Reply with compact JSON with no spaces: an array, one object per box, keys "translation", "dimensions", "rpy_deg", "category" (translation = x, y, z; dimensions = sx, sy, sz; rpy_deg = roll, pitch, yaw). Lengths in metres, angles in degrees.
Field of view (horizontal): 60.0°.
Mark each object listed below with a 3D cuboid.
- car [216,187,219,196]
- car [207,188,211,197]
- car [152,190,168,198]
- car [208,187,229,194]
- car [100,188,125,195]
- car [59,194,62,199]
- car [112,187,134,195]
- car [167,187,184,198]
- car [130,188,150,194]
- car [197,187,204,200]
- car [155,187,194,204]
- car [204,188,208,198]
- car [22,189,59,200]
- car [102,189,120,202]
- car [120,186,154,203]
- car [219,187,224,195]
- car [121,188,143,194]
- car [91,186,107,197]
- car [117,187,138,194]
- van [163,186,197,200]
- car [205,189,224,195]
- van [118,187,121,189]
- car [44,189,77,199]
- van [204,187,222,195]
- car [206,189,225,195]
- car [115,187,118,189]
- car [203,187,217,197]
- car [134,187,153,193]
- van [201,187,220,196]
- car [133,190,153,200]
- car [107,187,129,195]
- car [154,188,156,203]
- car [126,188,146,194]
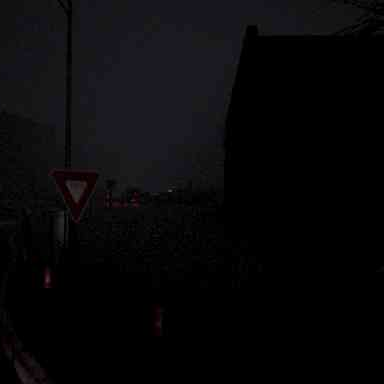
[{"translation":[2.228,0.017,70.921],"dimensions":[5.566,2.045,2.435],"rpy_deg":[1,1,12],"category":"car"},{"translation":[0.432,0.450,62.659],"dimensions":[4.892,1.521,2.231],"rpy_deg":[1,1,12],"category":"car"},{"translation":[-6.435,0.356,67.345],"dimensions":[1.895,1.301,4.718],"rpy_deg":[1,1,12],"category":"car"},{"translation":[7.597,-0.463,95.219],"dimensions":[5.566,2.045,2.435],"rpy_deg":[1,1,12],"category":"car"},{"translation":[-17.698,-0.092,74.143],"dimensions":[5.008,1.535,2.097],"rpy_deg":[1,1,12],"category":"car"},{"translation":[-22.440,0.352,52.602],"dimensions":[5.008,1.535,2.097],"rpy_deg":[1,1,12],"category":"car"},{"translation":[-16.536,-0.329,79.530],"dimensions":[4.553,1.767,2.185],"rpy_deg":[1,1,12],"category":"car"},{"translation":[-3.321,0.017,67.504],"dimensions":[2.150,2.045,5.566],"rpy_deg":[1,1,12],"category":"car"},{"translation":[-14.130,-0.412,90.294],"dimensions":[4.892,1.521,2.231],"rpy_deg":[1,1,12],"category":"car"},{"translation":[-0.741,0.444,57.224],"dimensions":[4.553,1.767,2.185],"rpy_deg":[1,1,12],"category":"car"},{"translation":[-2.541,0.607,49.078],"dimensions":[4.553,1.767,2.185],"rpy_deg":[1,1,12],"category":"car"},{"translation":[-0.152,0.506,60.070],"dimensions":[5.008,1.535,2.097],"rpy_deg":[1,1,12],"category":"car"},{"translation":[-22.996,0.274,49.894],"dimensions":[4.553,1.767,2.185],"rpy_deg":[1,1,12],"category":"car"},{"translation":[-10.628,0.675,48.097],"dimensions":[1.812,1.442,4.674],"rpy_deg":[1,1,13],"category":"car"},{"translation":[-7.707,0.428,47.427],"dimensions":[2.150,2.045,5.566],"rpy_deg":[1,1,13],"category":"car"},{"translation":[4.055,-0.150,78.926],"dimensions":[5.566,2.045,2.435],"rpy_deg":[1,1,12],"category":"car"},{"translation":[-15.315,-0.309,84.909],"dimensions":[4.892,1.521,2.231],"rpy_deg":[1,1,12],"category":"car"},{"translation":[-19.495,-0.171,66.065],"dimensions":[5.566,2.045,2.435],"rpy_deg":[1,1,12],"category":"car"},{"translation":[-15.882,-0.383,82.209],"dimensions":[4.553,1.767,2.185],"rpy_deg":[1,1,12],"category":"car"},{"translation":[-2.057,0.453,51.947],"dimensions":[4.442,1.987,1.878],"rpy_deg":[1,1,12],"category":"van"},{"translation":[5.846,-0.023,87.201],"dimensions":[4.674,1.452,2.002],"rpy_deg":[1,1,12],"category":"car"},{"translation":[-18.168,-0.258,71.419],"dimensions":[4.442,1.987,1.878],"rpy_deg":[1,1,12],"category":"van"},{"translation":[-21.840,0.341,55.292],"dimensions":[4.674,1.452,2.002],"rpy_deg":[1,1,12],"category":"car"},{"translation":[5.340,-0.231,84.333],"dimensions":[4.442,1.987,1.878],"rpy_deg":[1,1,12],"category":"van"},{"translation":[6.392,-0.083,89.798],"dimensions":[4.792,1.488,2.163],"rpy_deg":[1,1,12],"category":"car"},{"translation":[-18.697,0.023,68.717],"dimensions":[5.366,1.575,1.946],"rpy_deg":[1,1,12],"category":"car"},{"translation":[1.806,0.330,68.046],"dimensions":[5.366,1.575,1.946],"rpy_deg":[1,1,12],"category":"car"},{"translation":[-13.538,-0.463,92.985],"dimensions":[4.892,1.521,2.231],"rpy_deg":[1,1,12],"category":"car"},{"translation":[4.513,-0.183,81.672],"dimensions":[4.442,1.987,1.878],"rpy_deg":[1,1,12],"category":"van"},{"translation":[-8.495,0.471,57.807],"dimensions":[1.837,1.490,4.892],"rpy_deg":[1,1,12],"category":"car"},{"translation":[-17.128,-0.275,76.838],"dimensions":[4.553,1.767,2.185],"rpy_deg":[1,1,12],"category":"car"},{"translation":[-5.505,0.509,57.449],"dimensions":[2.128,1.511,4.902],"rpy_deg":[1,1,13],"category":"car"},{"translation":[-14.723,-0.362,87.602],"dimensions":[4.892,1.521,2.231],"rpy_deg":[1,1,12],"category":"car"}]
